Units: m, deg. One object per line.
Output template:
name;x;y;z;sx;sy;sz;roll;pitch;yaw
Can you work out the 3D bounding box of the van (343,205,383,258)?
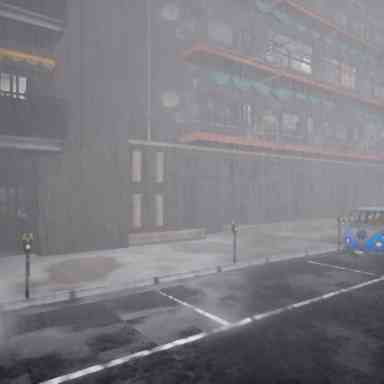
van;6.844;1.340;11.438;3.998;1.788;1.690;0;0;-36
